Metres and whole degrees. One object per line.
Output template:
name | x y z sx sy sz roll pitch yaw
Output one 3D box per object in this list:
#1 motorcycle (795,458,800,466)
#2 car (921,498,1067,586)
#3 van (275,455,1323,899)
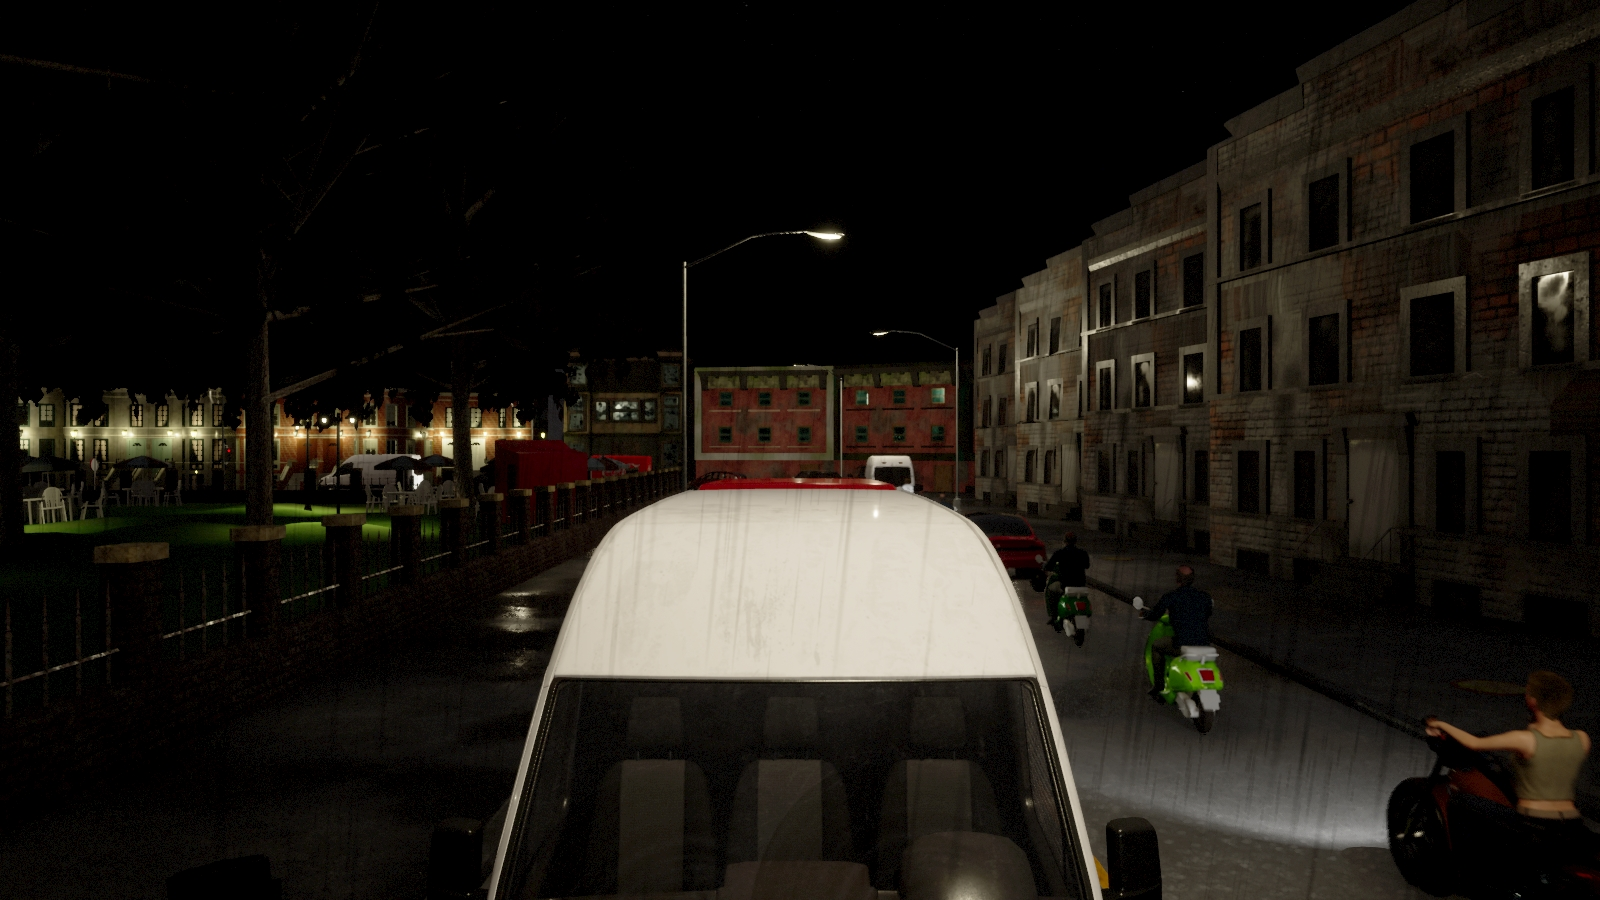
motorcycle | -0.384 1.962 183.190 0.856 1.236 1.805 0 0 0
car | 3.930 1.841 24.059 2.231 1.480 4.892 0 0 0
van | -0.006 1.314 5.127 1.988 2.561 5.915 0 0 0
